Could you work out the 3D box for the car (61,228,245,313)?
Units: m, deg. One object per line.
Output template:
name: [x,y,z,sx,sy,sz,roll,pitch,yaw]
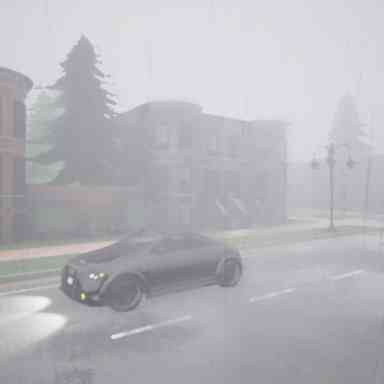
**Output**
car: [-0.776,1.566,7.724,4.181,1.385,1.994,0,0,-36]
